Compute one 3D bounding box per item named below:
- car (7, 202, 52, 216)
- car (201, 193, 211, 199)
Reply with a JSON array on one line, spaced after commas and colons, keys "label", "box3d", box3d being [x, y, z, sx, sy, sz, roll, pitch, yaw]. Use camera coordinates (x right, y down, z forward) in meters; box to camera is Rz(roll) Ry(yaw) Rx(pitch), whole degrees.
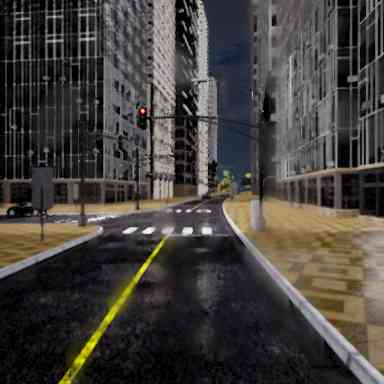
[{"label": "car", "box3d": [-16.197, 1.645, 33.095, 4.403, 1.369, 2.008, -1, 1, 10]}, {"label": "car", "box3d": [3.375, 0.973, 78.397, 2.033, 1.411, 5.357, 0, 0, 9]}]
